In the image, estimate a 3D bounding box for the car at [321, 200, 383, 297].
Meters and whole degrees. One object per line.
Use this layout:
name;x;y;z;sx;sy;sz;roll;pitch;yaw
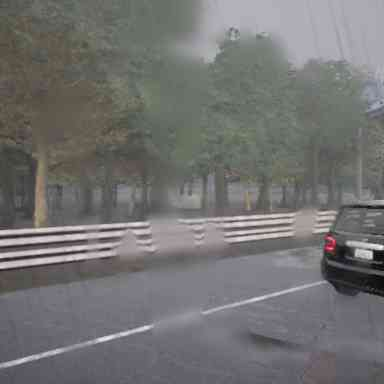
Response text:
car;5.172;1.198;7.321;5.566;2.045;2.150;1;0;-35
